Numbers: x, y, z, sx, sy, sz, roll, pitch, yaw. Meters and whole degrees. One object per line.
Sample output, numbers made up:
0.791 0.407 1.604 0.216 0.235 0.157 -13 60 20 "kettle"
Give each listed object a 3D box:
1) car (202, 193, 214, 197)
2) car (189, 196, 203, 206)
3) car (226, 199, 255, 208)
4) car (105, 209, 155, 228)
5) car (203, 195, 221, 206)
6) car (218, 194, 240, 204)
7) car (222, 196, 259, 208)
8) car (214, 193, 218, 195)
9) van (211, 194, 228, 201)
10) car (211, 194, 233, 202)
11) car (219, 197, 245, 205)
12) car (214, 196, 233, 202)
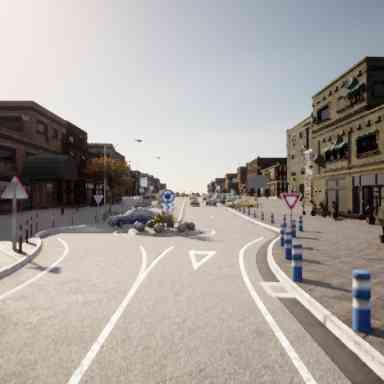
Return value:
3.303 1.533 76.801 1.837 1.490 4.892 0 0 -1 "car"
0.485 1.916 60.954 1.895 1.301 4.718 0 1 -1 "car"
8.182 1.865 56.368 4.674 1.452 2.002 0 1 -1 "car"
-4.678 2.104 27.155 4.674 1.442 1.812 1 -1 -33 "car"
3.485 1.792 60.958 2.128 1.511 4.902 0 1 -1 "car"
8.144 1.516 61.875 5.566 2.045 2.435 0 1 -1 "car"
8.025 1.856 53.608 5.366 1.575 1.946 0 1 -1 "car"
7.930 1.680 78.412 5.008 1.535 2.097 0 0 -1 "car"
7.649 1.480 92.193 4.442 1.987 1.878 0 0 -1 "van"
7.801 1.433 86.683 5.566 2.045 2.435 0 0 -1 "car"
8.047 1.723 67.389 5.008 1.535 2.097 0 0 -1 "car"
7.864 1.720 83.924 4.674 1.452 2.002 0 0 -1 "car"
